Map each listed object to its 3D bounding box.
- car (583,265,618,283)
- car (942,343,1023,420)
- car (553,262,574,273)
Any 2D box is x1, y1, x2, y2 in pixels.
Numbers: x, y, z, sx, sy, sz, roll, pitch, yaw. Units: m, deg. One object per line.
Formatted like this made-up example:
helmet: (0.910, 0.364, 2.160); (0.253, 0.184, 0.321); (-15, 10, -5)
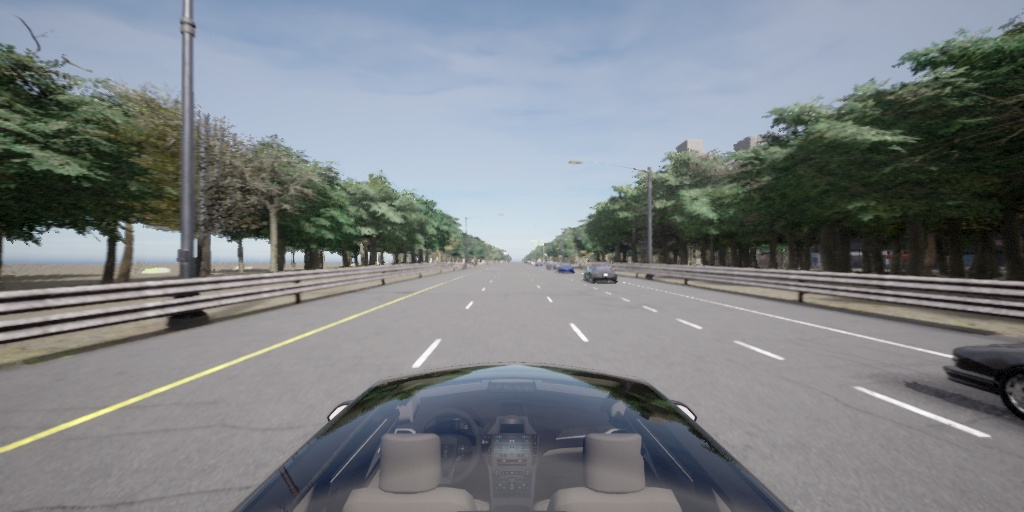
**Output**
car: (7.040, 1.408, 28.901); (1.994, 1.385, 4.181); (0, 0, 0)
car: (7.013, 1.300, 2.531); (2.033, 1.411, 5.357); (0, 0, 0)
car: (7.116, 1.586, 48.514); (1.994, 1.385, 4.181); (0, -1, 0)
